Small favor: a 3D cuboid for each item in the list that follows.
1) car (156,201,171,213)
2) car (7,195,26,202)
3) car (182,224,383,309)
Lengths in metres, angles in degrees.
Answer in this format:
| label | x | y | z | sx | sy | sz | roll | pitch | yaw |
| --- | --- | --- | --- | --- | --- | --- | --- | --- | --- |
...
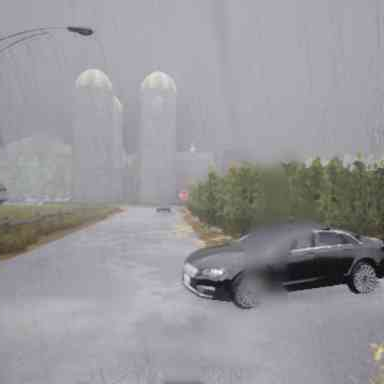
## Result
| label | x | y | z | sx | sy | sz | roll | pitch | yaw |
| --- | --- | --- | --- | --- | --- | --- | --- | --- | --- |
| car | -3.695 | 1.936 | 43.473 | 2.033 | 1.411 | 5.357 | 1 | 0 | -5 |
| car | -44.237 | 1.694 | 83.677 | 4.611 | 1.667 | 2.242 | 1 | 0 | -5 |
| car | 2.204 | 1.522 | 7.726 | 4.902 | 1.511 | 2.128 | 0 | 0 | -19 |
